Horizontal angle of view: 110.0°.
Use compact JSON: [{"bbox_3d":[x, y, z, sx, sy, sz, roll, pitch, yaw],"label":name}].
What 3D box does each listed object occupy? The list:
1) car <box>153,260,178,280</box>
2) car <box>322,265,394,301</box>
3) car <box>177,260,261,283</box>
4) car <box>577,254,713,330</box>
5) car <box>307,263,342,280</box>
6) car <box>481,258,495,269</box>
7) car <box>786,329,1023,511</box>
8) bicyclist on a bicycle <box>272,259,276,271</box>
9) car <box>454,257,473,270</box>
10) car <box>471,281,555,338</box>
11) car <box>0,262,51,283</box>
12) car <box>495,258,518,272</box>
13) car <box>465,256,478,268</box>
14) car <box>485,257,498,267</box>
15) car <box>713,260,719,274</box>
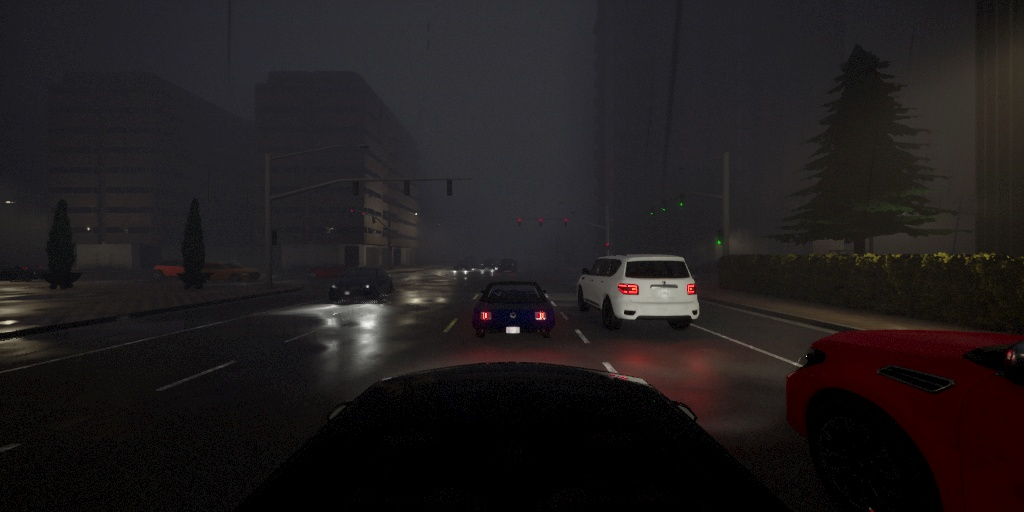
[{"bbox_3d":[-27.860,1.103,30.830,4.553,1.767,2.097,0,0,1],"label":"car"},{"bbox_3d":[-7.062,1.276,17.370,1.812,1.442,4.674,1,0,-4],"label":"car"},{"bbox_3d":[-21.898,1.228,27.249,5.008,1.535,1.882,0,0,1],"label":"car"},{"bbox_3d":[3.576,0.971,11.278,2.150,2.045,5.566,0,0,-2],"label":"car"},{"bbox_3d":[-15.184,1.314,30.720,4.181,1.385,1.994,0,0,0],"label":"car"},{"bbox_3d":[-3.666,1.255,55.456,1.837,1.490,4.892,0,0,0],"label":"car"},{"bbox_3d":[3.601,0.971,0.917,2.150,2.045,5.566,0,0,0],"label":"car"},{"bbox_3d":[-28.690,1.051,42.820,0.582,1.620,1.656,0,0,0],"label":"bicyclist on a bicycle"},{"bbox_3d":[-7.147,1.276,51.544,1.812,1.442,4.674,0,0,0],"label":"car"},{"bbox_3d":[0.046,1.351,10.150,1.895,1.301,4.718,0,0,0],"label":"car"},{"bbox_3d":[-37.630,1.351,27.417,4.718,1.301,1.895,0,0,1],"label":"car"},{"bbox_3d":[-0.469,1.102,45.537,2.097,1.767,4.553,0,0,5],"label":"car"},{"bbox_3d":[-7.156,0.971,61.241,2.150,2.045,5.566,0,0,0],"label":"car"},{"bbox_3d":[-3.635,1.102,65.343,2.097,1.767,4.553,0,0,0],"label":"car"},{"bbox_3d":[20.828,1.228,37.607,5.008,1.535,1.882,0,0,1],"label":"car"}]
